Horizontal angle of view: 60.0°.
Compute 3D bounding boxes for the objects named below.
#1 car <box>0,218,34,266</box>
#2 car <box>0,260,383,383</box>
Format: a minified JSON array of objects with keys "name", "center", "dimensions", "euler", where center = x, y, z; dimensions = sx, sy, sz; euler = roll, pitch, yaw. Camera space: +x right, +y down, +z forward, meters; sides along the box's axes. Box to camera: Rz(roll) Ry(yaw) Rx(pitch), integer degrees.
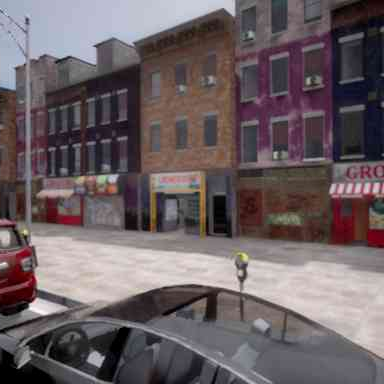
[{"name":"car","center":[-4.997,1.388,6.372],"dimensions":[5.009,1.841,2.192],"euler":[-1,0,35]},{"name":"car","center":[-0.370,1.584,3.073],"dimensions":[4.313,1.339,1.947],"euler":[-1,0,35]}]
